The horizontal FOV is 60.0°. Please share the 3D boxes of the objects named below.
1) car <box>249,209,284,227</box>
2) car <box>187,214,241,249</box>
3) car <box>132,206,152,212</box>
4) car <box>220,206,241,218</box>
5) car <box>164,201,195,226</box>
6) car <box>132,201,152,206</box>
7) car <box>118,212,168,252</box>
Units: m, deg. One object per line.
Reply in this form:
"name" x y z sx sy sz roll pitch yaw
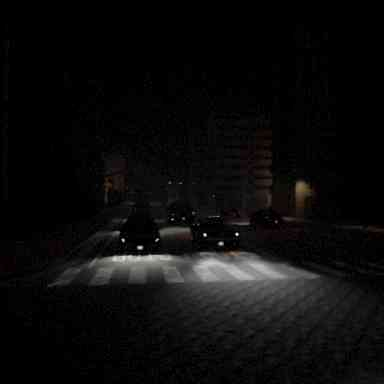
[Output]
"car" 6.350 2.206 28.541 1.812 1.442 4.674 0 -1 -8
"car" 1.066 2.012 16.856 1.895 1.301 4.718 0 -1 -6
"car" -4.119 2.163 27.073 2.033 1.411 5.357 0 -1 -8
"car" 4.713 2.471 41.099 1.812 1.442 4.674 0 -1 -6
"car" -1.072 1.919 30.425 2.150 2.045 5.566 0 -1 -8
"car" -6.206 2.142 41.448 2.150 2.045 5.566 0 -2 -8
"car" -2.493 1.933 16.191 2.033 1.411 5.357 0 -1 -9
